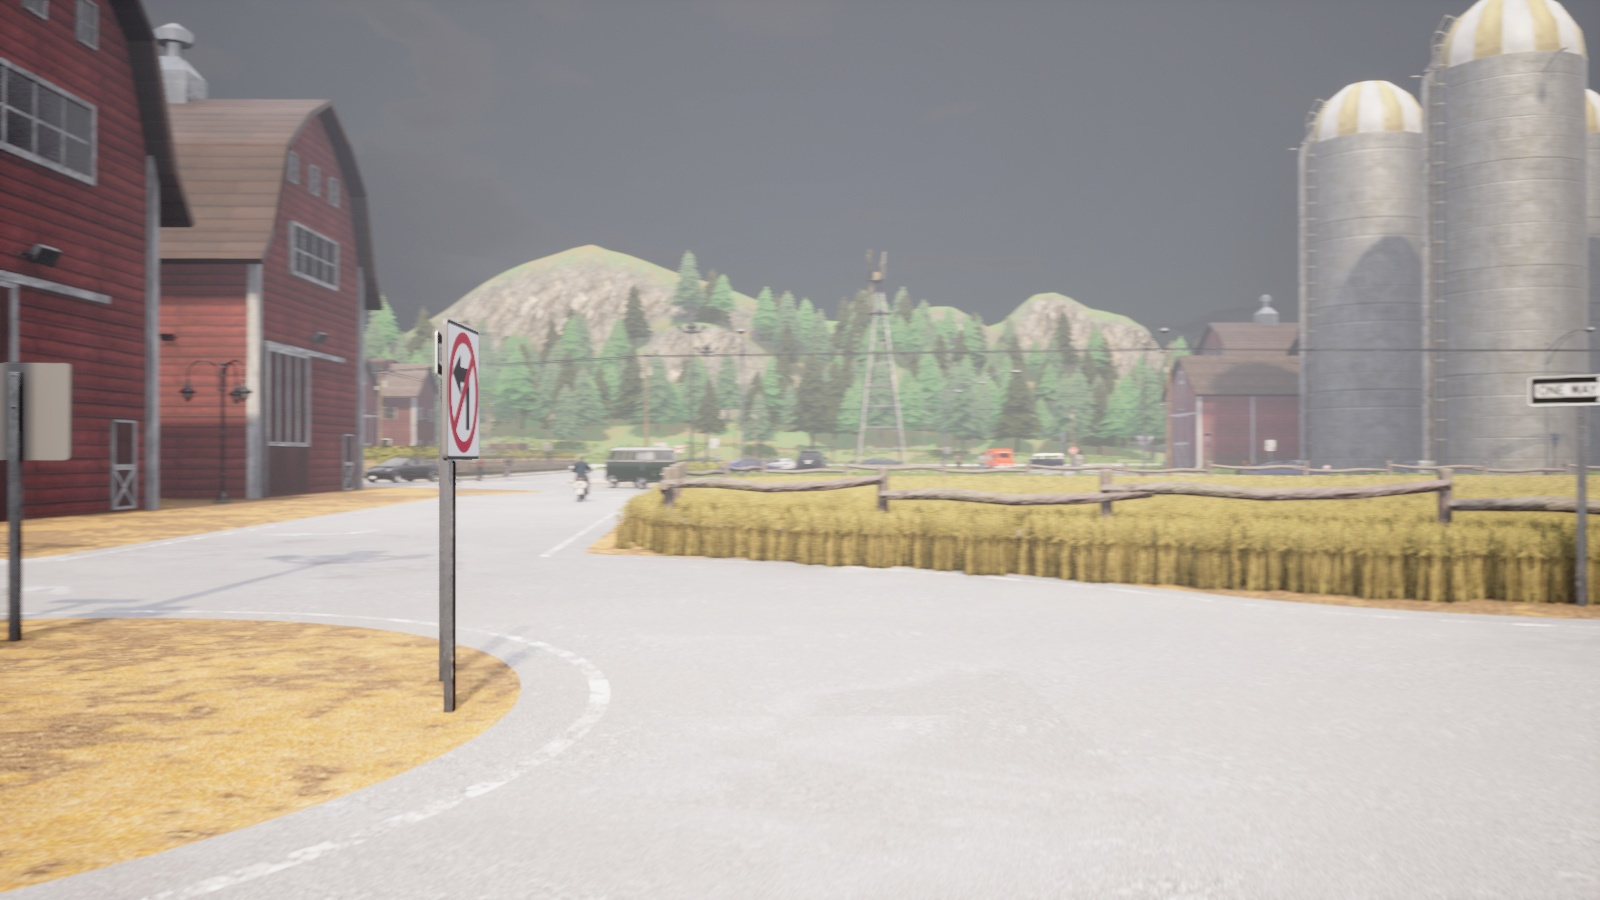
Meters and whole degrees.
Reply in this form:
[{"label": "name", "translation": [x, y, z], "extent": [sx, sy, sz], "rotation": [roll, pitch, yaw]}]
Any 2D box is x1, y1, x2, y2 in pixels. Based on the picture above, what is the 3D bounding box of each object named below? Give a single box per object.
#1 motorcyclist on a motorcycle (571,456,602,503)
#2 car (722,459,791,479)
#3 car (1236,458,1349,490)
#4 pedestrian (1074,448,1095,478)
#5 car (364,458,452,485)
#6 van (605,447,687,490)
[{"label": "motorcyclist on a motorcycle", "translation": [-7.311, 1.006, 43.123], "extent": [0.866, 1.590, 1.817], "rotation": [0, 0, -4]}, {"label": "car", "translation": [-3.157, 1.355, 91.094], "extent": [4.674, 1.442, 1.812], "rotation": [0, 0, -29]}, {"label": "car", "translation": [21.655, 1.046, 55.293], "extent": [4.181, 1.385, 1.994], "rotation": [0, 0, -1]}, {"label": "pedestrian", "translation": [17.383, 0.791, 76.636], "extent": [0.874, 1.855, 0.900], "rotation": [0, 0, -29]}, {"label": "car", "translation": [-22.387, 1.211, 71.915], "extent": [2.163, 1.488, 4.792], "rotation": [0, 0, 26]}, {"label": "van", "translation": [-7.438, 0.885, 60.350], "extent": [1.775, 1.987, 4.442], "rotation": [0, 0, -40]}]
